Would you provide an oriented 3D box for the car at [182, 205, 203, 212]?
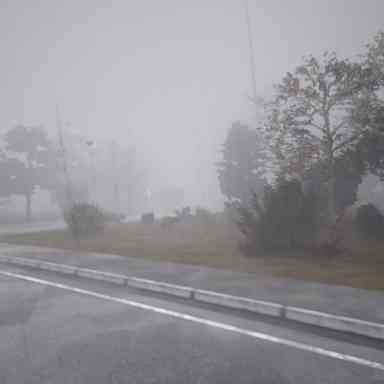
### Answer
[{"bbox_3d":[0.586,3.115,61.326,1.994,1.385,4.181,-4,-3,32],"label":"car"}]

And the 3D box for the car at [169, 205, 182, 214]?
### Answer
[{"bbox_3d":[-2.414,3.286,63.127,1.812,1.442,4.674,-4,-3,32],"label":"car"}]

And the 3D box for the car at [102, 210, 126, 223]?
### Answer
[{"bbox_3d":[-8.931,2.448,32.907,2.033,1.411,5.357,-4,-2,32],"label":"car"}]
